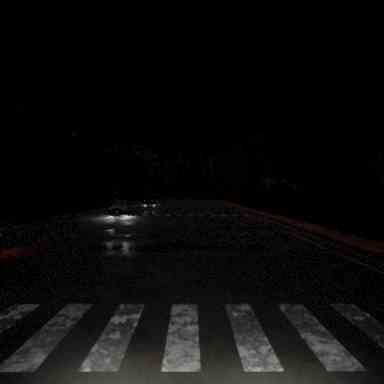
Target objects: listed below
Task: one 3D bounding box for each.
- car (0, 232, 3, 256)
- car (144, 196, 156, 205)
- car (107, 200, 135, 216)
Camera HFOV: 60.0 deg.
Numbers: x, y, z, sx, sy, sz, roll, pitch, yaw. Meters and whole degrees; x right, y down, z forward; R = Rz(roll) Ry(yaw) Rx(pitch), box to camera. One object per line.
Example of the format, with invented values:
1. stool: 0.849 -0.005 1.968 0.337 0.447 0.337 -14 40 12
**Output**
1. car: -6.975 1.543 8.709 1.837 1.490 4.892 0 0 0
2. car: -7.445 1.468 59.415 1.837 1.490 4.892 0 0 -1
3. car: -6.942 1.510 32.814 1.812 1.442 4.674 0 0 -1
